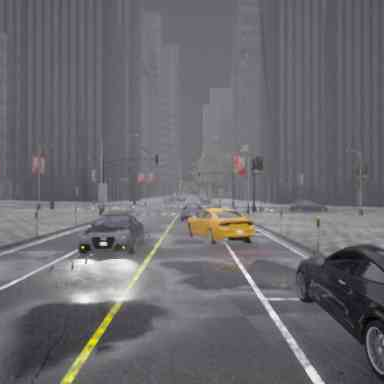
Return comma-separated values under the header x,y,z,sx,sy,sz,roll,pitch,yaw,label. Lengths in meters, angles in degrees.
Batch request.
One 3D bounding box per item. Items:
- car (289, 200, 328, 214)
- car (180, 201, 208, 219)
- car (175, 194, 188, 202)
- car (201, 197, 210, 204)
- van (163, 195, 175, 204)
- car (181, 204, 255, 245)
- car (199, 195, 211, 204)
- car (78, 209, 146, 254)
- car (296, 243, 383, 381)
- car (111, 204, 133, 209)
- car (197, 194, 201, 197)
x,y,z,sx,sy,sz,roll,pitch,yaw,label
14.897,1.820,42.391,4.553,1.767,2.097,1,0,-1,car
0.069,1.678,27.728,1.994,1.385,4.181,0,0,0,car
-2.619,1.848,84.957,1.882,1.535,5.008,0,0,1,car
3.048,1.849,74.900,1.752,1.417,4.829,0,0,1,car
-5.478,1.664,74.811,1.690,1.788,3.998,0,0,1,van
1.225,1.544,16.202,1.882,1.535,5.008,0,-1,-18,car
2.993,1.848,69.218,2.008,1.369,4.403,0,0,1,car
-3.088,1.619,13.551,1.994,1.385,4.181,0,0,0,car
3.152,1.547,5.330,1.812,1.442,4.674,0,0,0,car
-5.745,1.662,27.043,2.008,1.369,4.403,0,0,0,car
3.153,1.689,85.757,2.192,1.841,5.009,0,0,1,car
